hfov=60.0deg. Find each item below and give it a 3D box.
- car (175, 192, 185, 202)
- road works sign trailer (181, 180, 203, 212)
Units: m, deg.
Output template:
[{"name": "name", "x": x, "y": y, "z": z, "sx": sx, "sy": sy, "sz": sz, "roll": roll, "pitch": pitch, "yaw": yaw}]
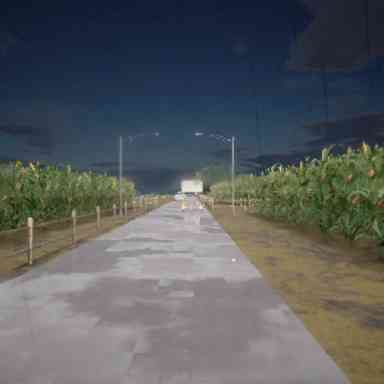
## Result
[{"name": "car", "x": -2.750, "y": 1.119, "z": 75.915, "sx": 2.150, "sy": 2.045, "sz": 5.566, "roll": 0, "pitch": 0, "yaw": 0}, {"name": "road works sign trailer", "x": 0.000, "y": 0.412, "z": 37.825, "sx": 2.380, "sy": 3.560, "sz": 2.880, "roll": 0, "pitch": 0, "yaw": 0}]
